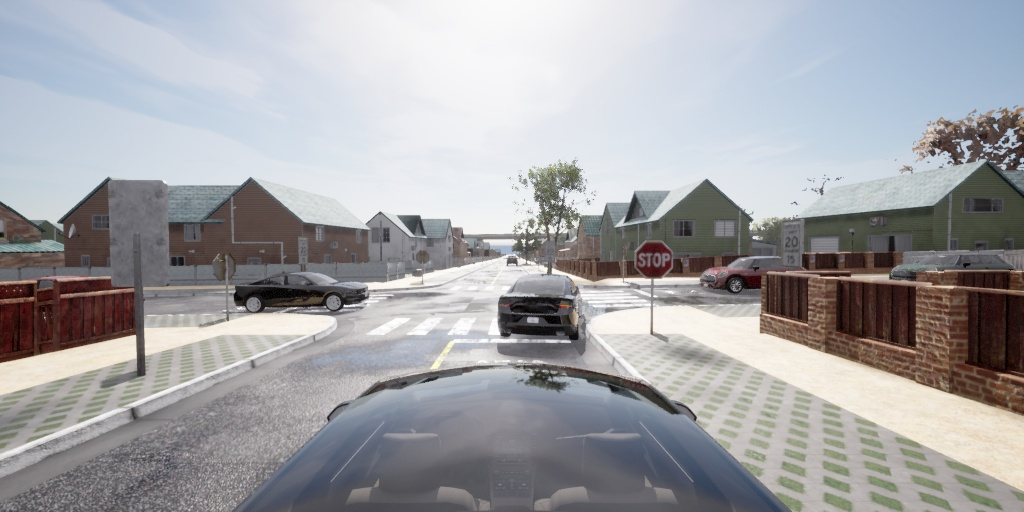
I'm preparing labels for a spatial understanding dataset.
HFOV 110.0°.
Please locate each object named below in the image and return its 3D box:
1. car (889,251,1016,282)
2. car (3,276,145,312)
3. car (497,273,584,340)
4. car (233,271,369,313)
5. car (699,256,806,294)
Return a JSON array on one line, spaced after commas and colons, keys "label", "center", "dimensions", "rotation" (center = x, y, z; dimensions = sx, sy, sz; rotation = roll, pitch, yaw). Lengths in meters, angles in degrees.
[{"label": "car", "center": [21.709, 0.646, 17.778], "dimensions": [4.553, 1.767, 2.097], "rotation": [-1, 2, 0]}, {"label": "car", "center": [-18.015, 1.547, 14.580], "dimensions": [5.008, 1.535, 1.882], "rotation": [-1, 2, 0]}, {"label": "car", "center": [0.961, 1.224, 10.107], "dimensions": [1.882, 1.535, 5.008], "rotation": [0, 0, 12]}, {"label": "car", "center": [-8.462, 1.377, 14.638], "dimensions": [5.008, 1.535, 1.882], "rotation": [-1, 2, 0]}, {"label": "car", "center": [11.814, 0.821, 17.712], "dimensions": [4.553, 1.767, 2.097], "rotation": [-1, 2, 0]}]
